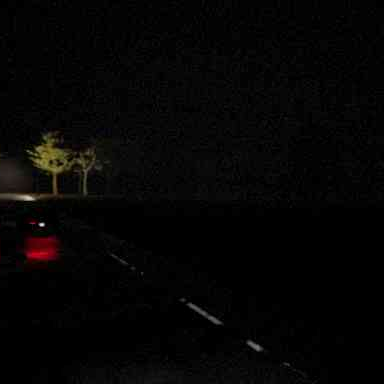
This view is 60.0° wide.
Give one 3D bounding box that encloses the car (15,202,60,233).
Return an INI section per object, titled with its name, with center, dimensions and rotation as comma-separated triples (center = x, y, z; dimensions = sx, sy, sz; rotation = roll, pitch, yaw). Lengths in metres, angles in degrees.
[car]
center = -8.466, 1.305, 18.297
dimensions = 1.837, 1.490, 4.892
rotation = 2, 0, -29
